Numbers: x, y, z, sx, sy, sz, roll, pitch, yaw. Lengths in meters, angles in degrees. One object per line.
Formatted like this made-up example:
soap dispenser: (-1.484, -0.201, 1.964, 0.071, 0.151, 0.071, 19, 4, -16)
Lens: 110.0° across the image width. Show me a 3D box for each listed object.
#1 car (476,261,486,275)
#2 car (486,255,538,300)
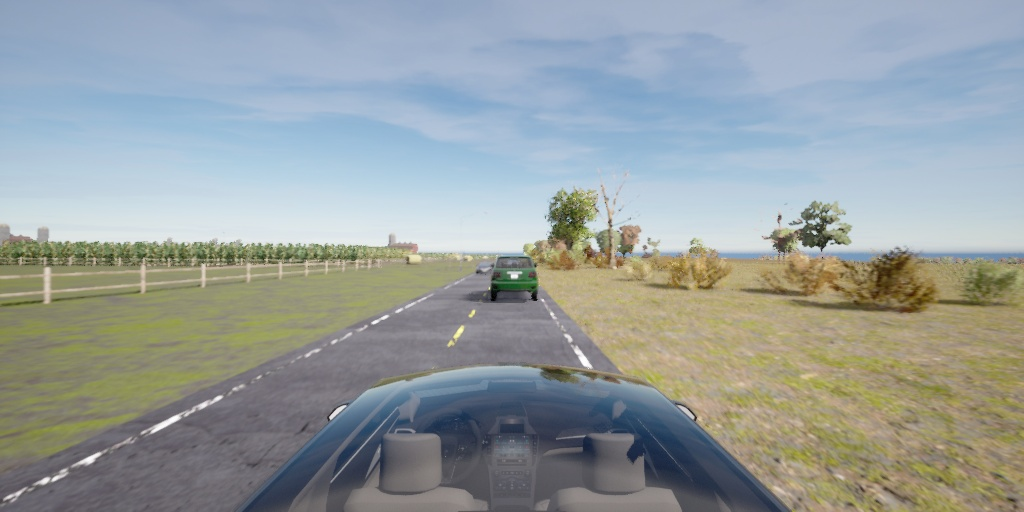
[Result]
car: (-2.834, 1.261, 39.018, 1.812, 1.442, 4.674, 0, 0, 0)
car: (0.103, 0.965, 17.910, 2.150, 2.045, 5.566, 0, 0, 0)
